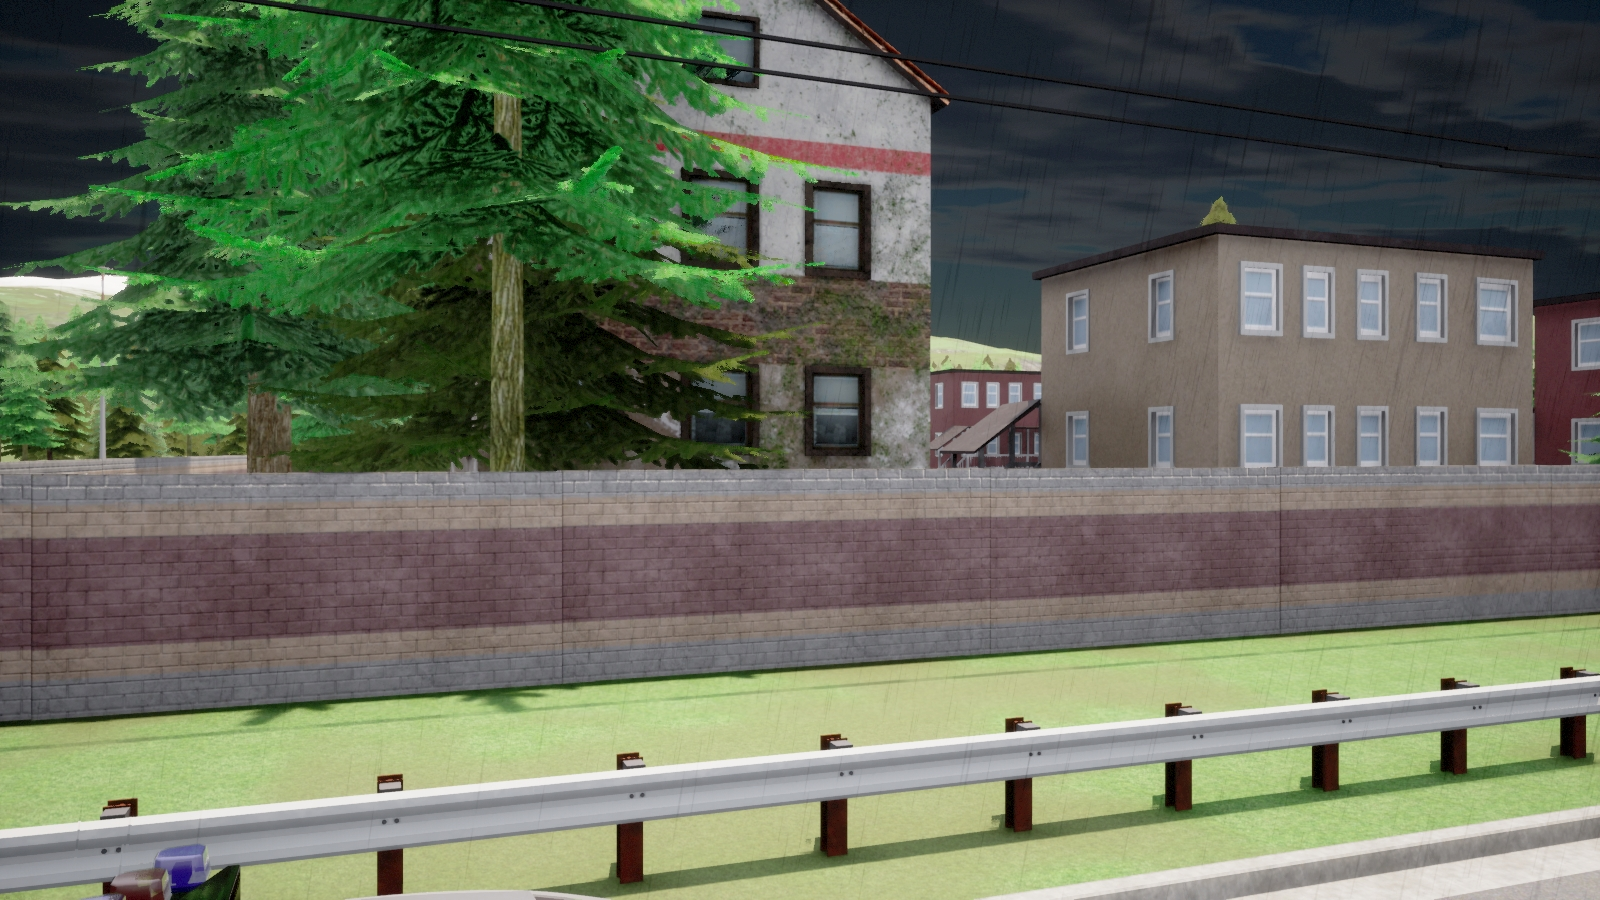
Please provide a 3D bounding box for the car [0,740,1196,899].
[{"bbox_3d":[-1.671,1.982,2.695,5.238,1.638,2.097,0,0,-20],"label":"car"}]
